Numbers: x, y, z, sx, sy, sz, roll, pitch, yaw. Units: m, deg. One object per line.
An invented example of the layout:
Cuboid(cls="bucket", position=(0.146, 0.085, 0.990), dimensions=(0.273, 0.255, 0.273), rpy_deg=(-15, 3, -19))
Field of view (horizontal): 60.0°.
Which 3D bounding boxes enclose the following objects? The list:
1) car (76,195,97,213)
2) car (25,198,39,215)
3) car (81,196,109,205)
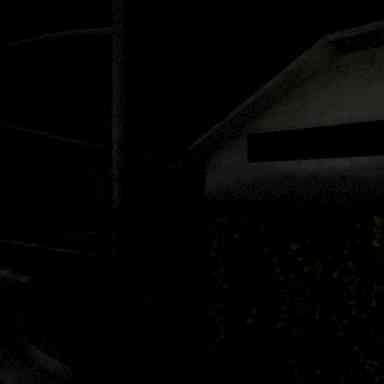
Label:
Cuboid(cls="car", position=(-10.443, 1.292, 35.134), dimensions=(3.866, 1.878, 1.905), rpy_deg=(0, 0, 35))
Cuboid(cls="car", position=(-17.248, 1.456, 32.997), dimensions=(4.611, 1.667, 2.242), rpy_deg=(0, 0, 35))
Cuboid(cls="car", position=(-16.939, 1.457, 57.805), dimensions=(4.902, 1.511, 2.128), rpy_deg=(0, 0, 36))
